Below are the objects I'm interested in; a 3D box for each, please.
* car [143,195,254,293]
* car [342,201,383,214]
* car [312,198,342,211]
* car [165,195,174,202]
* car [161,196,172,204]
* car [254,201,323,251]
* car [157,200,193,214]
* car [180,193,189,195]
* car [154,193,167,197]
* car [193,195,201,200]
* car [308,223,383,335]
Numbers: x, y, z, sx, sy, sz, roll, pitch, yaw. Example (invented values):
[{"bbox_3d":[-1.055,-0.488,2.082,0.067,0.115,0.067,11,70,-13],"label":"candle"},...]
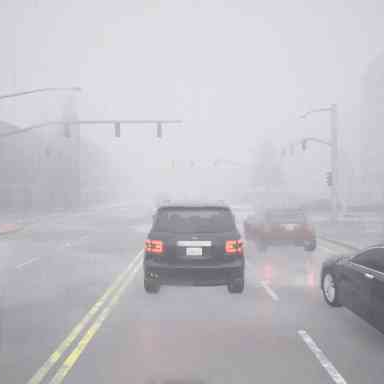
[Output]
[{"bbox_3d":[0.052,1.221,8.989,2.150,2.045,5.566,0,0,0],"label":"car"},{"bbox_3d":[18.479,1.601,34.180,4.718,1.301,1.895,0,0,-2],"label":"car"},{"bbox_3d":[14.428,1.505,37.571,4.892,1.490,1.837,0,0,-2],"label":"car"},{"bbox_3d":[-5.251,1.515,77.779,1.812,1.442,4.674,0,0,-1],"label":"car"},{"bbox_3d":[-4.982,1.477,64.991,1.882,1.535,5.008,0,0,-1],"label":"car"},{"bbox_3d":[3.532,1.352,14.168,2.097,1.767,4.553,0,0,0],"label":"car"},{"bbox_3d":[-1.964,1.601,36.009,1.895,1.301,4.718,0,0,-31],"label":"car"},{"bbox_3d":[-1.810,1.496,80.223,1.837,1.490,4.892,0,0,-1],"label":"car"},{"bbox_3d":[-4.719,1.217,51.744,2.150,2.045,5.566,0,1,-2],"label":"car"},{"bbox_3d":[1.445,1.552,90.370,1.994,1.385,4.181,0,0,-1],"label":"car"},{"bbox_3d":[3.606,1.505,5.087,1.837,1.490,4.892,0,0,0],"label":"car"}]
